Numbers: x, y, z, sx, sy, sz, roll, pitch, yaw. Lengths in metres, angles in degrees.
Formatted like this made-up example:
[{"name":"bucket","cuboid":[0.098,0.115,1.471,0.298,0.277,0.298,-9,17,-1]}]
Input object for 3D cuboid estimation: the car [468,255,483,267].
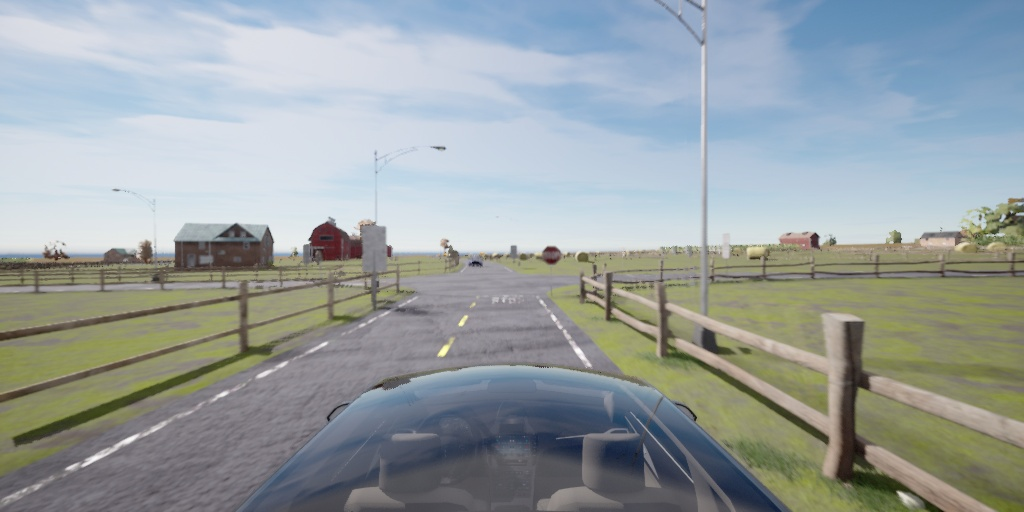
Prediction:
[{"name":"car","cuboid":[-5.345,0.687,52.656,2.097,1.767,4.553,0,0,-6]}]
